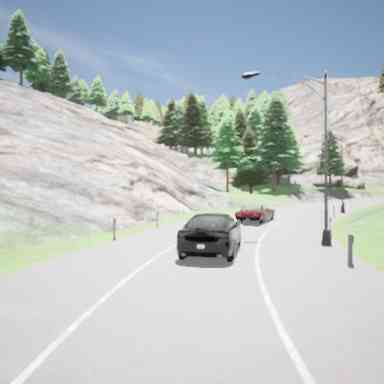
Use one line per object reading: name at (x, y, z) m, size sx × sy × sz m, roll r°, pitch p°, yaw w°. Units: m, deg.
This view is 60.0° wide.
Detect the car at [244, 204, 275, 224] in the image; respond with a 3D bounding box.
car at (4.767, 1.568, 24.633) m, size 1.895 × 1.301 × 4.718 m, roll 0°, pitch 1°, yaw 26°

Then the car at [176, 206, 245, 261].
car at (0.803, 1.529, 12.728) m, size 1.882 × 1.535 × 5.008 m, roll 0°, pitch 0°, yaw 13°
